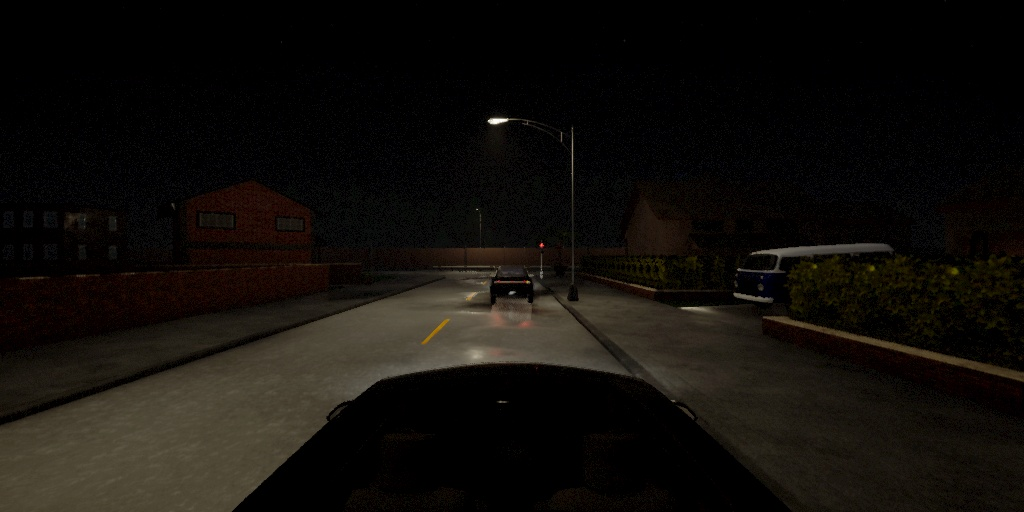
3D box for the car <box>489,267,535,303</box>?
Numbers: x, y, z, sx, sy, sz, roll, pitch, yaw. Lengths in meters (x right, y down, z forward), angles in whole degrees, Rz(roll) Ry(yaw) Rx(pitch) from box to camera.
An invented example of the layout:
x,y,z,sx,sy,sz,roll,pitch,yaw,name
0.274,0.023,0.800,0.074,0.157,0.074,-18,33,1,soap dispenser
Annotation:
x,y,z,sx,sy,sz,roll,pitch,yaw,name
0.000,1.243,16.500,2.128,1.511,4.902,0,0,0,car
